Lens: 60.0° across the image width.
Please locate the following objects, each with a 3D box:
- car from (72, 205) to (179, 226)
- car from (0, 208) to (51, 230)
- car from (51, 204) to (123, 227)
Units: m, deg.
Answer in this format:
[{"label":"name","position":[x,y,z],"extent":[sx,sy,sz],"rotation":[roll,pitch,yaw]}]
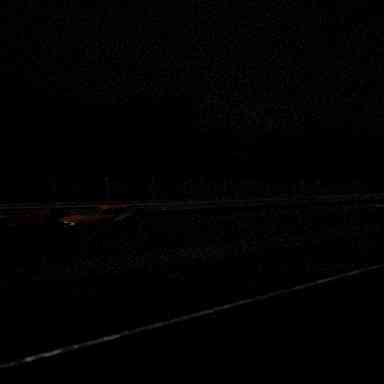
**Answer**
[{"label":"car","position":[-2.643,1.505,14.978],"extent":[4.674,1.442,1.812],"rotation":[0,0,-35]},{"label":"car","position":[-8.630,1.586,19.311],"extent":[4.718,1.301,1.895],"rotation":[0,0,-35]},{"label":"car","position":[-4.559,1.455,17.897],"extent":[5.008,1.535,1.882],"rotation":[0,0,-35]}]
